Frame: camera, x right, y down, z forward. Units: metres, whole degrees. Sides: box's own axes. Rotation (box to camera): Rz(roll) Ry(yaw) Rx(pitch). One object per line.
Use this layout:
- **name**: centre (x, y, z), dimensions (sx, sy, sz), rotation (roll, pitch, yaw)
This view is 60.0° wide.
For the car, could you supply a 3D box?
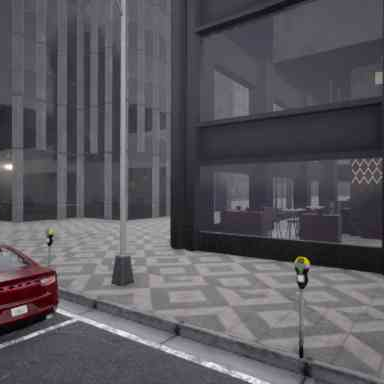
- **car**: centre (-4.259, 1.547, 6.013), dimensions (4.507, 1.381, 1.887), rotation (0, 0, 36)
